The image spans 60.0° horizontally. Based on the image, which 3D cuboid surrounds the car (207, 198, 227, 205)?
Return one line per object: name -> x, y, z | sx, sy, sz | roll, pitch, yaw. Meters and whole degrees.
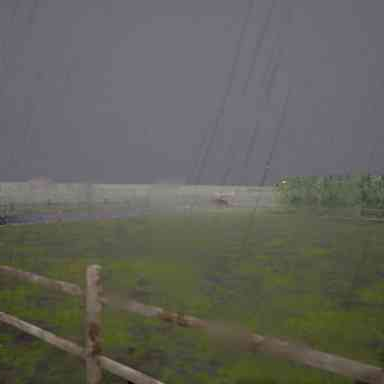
car -> 4.379, 1.716, 56.889 | 1.994, 1.385, 4.181 | 2, 1, 34
